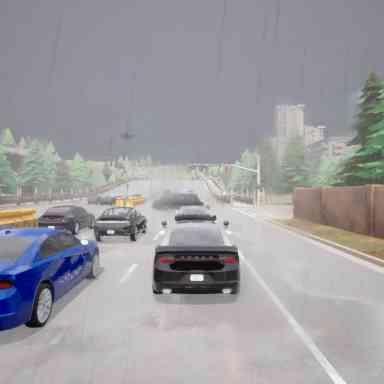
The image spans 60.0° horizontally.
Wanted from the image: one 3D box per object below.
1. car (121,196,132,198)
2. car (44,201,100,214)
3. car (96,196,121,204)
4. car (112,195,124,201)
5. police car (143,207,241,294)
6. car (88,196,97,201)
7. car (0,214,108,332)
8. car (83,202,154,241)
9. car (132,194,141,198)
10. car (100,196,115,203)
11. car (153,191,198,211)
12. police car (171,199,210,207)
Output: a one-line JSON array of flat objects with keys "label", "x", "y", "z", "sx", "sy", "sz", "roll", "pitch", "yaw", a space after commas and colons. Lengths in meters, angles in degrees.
[{"label": "car", "x": -14.065, "y": 1.491, "z": 66.350, "sx": 2.128, "sy": 1.511, "sz": 4.902, "roll": 0, "pitch": 0, "yaw": 0}, {"label": "car", "x": -6.915, "y": 1.505, "z": 18.770, "sx": 1.837, "sy": 1.490, "sz": 4.892, "roll": 0, "pitch": 0, "yaw": 0}, {"label": "car", "x": -14.123, "y": 1.547, "z": 56.727, "sx": 2.033, "sy": 1.411, "sz": 5.357, "roll": 0, "pitch": 0, "yaw": 0}, {"label": "car", "x": -17.617, "y": 1.501, "z": 79.358, "sx": 1.895, "sy": 1.301, "sz": 4.718, "roll": 0, "pitch": 1, "yaw": 0}, {"label": "police car", "x": 0.093, "y": 1.425, "z": 8.910, "sx": 1.930, "sy": 1.638, "sz": 5.238, "roll": 0, "pitch": 0, "yaw": 0}, {"label": "car", "x": -17.603, "y": 1.505, "z": 60.678, "sx": 1.837, "sy": 1.490, "sz": 4.892, "roll": 0, "pitch": 0, "yaw": 0}, {"label": "car", "x": -3.406, "y": 1.478, "z": 6.995, "sx": 1.882, "sy": 1.535, "sz": 5.008, "roll": 0, "pitch": 0, "yaw": 0}, {"label": "car", "x": -3.422, "y": 1.491, "z": 16.569, "sx": 2.128, "sy": 1.511, "sz": 4.902, "roll": 0, "pitch": 0, "yaw": 1}, {"label": "car", "x": -14.153, "y": 1.225, "z": 85.038, "sx": 2.128, "sy": 1.511, "sz": 4.902, "roll": 0, "pitch": 2, "yaw": 0}, {"label": "car", "x": -17.559, "y": 1.552, "z": 69.300, "sx": 1.994, "sy": 1.385, "sz": 4.181, "roll": 0, "pitch": 0, "yaw": 0}, {"label": "car", "x": -1.795, "y": 1.221, "z": 38.467, "sx": 5.566, "sy": 2.045, "sz": 2.150, "roll": 0, "pitch": 0, "yaw": -17}, {"label": "police car", "x": 0.084, "y": 1.425, "z": 18.813, "sx": 1.930, "sy": 1.638, "sz": 5.238, "roll": 0, "pitch": 0, "yaw": 0}]
